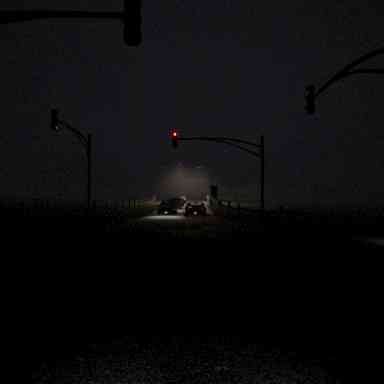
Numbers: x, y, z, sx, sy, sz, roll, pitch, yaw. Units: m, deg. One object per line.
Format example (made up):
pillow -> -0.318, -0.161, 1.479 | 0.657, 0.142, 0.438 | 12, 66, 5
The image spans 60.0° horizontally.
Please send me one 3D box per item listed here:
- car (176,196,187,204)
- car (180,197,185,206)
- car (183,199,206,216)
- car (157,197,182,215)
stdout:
car -> -1.968, 1.580, 64.026 | 1.994, 1.385, 4.181 | 0, 0, 2
car -> -2.296, 1.515, 44.135 | 1.837, 1.490, 4.892 | 0, 0, 1
car -> 0.377, 1.606, 32.673 | 1.895, 1.301, 4.718 | 0, 0, 1
car -> -2.440, 1.553, 34.199 | 2.033, 1.411, 5.357 | 0, 0, 0
